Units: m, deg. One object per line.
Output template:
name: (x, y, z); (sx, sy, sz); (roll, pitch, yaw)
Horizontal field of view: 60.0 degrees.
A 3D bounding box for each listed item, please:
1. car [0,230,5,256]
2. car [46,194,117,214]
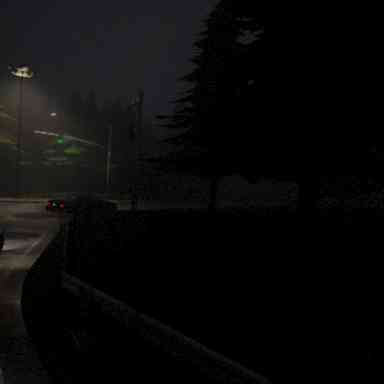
car: (-6.382, 1.392, 8.812); (2.033, 1.411, 5.357); (3, 0, -21)
car: (-7.751, 0.870, 23.979); (2.033, 1.411, 5.357); (5, 3, 30)
